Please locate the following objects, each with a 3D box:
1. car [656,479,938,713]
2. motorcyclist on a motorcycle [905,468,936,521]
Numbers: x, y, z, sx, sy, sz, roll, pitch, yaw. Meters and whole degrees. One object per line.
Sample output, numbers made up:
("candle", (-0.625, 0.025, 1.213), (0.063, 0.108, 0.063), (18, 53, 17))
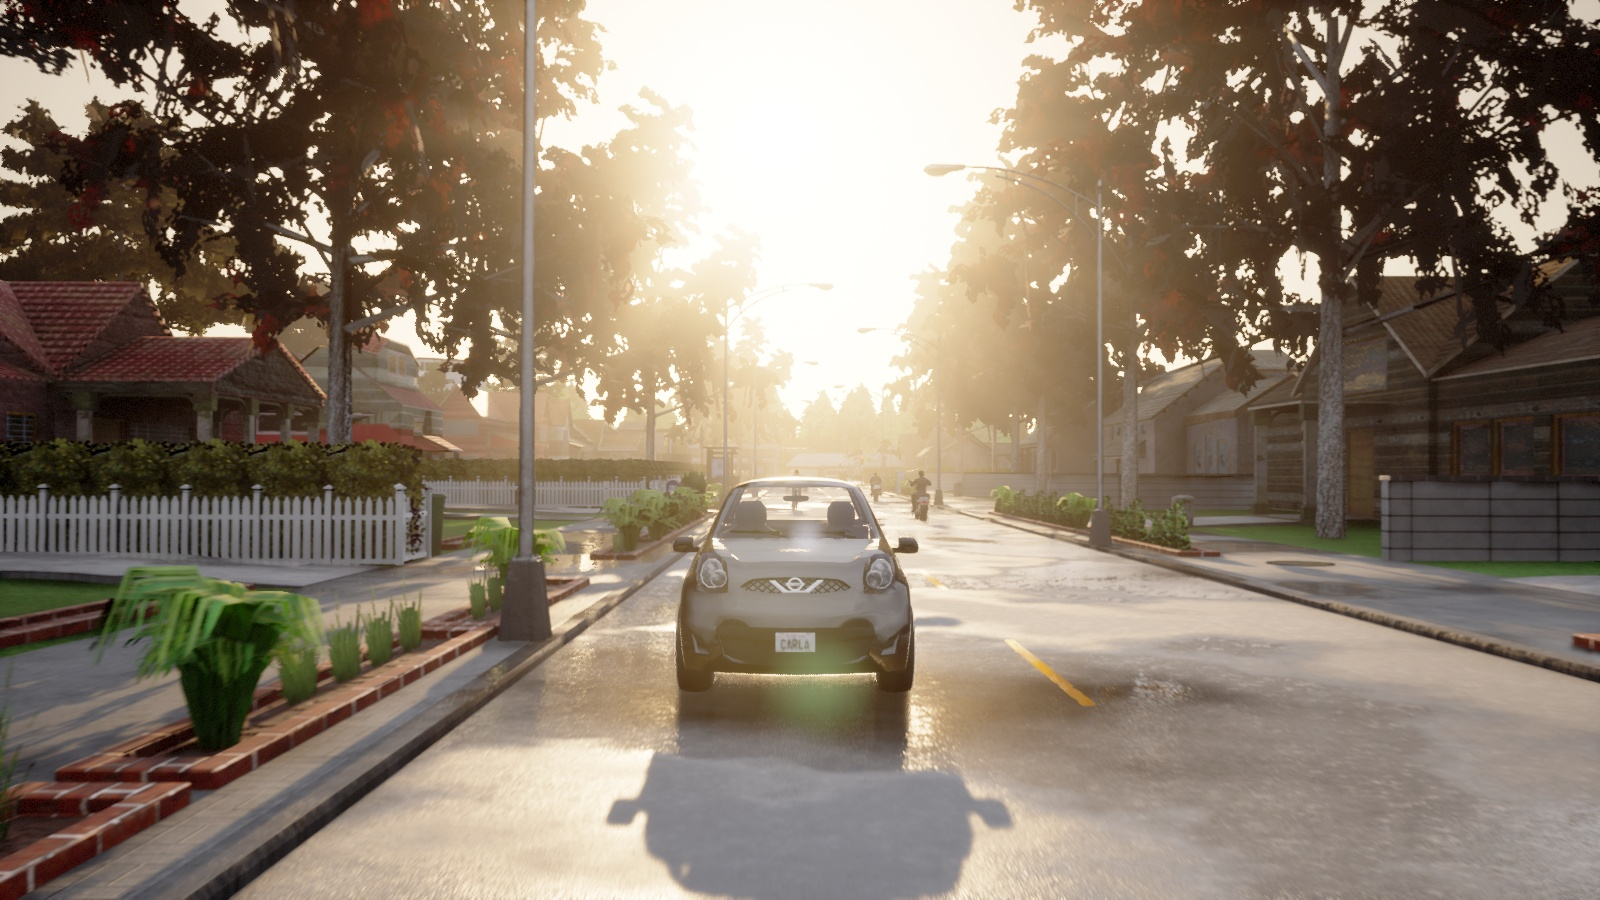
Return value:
("car", (-0.025, 0.997, 10.052), (1.845, 1.501, 3.633), (0, -1, 0))
("motorcyclist on a motorcycle", (3.900, 1.430, 40.659), (0.766, 1.649, 2.350), (0, -1, 0))
